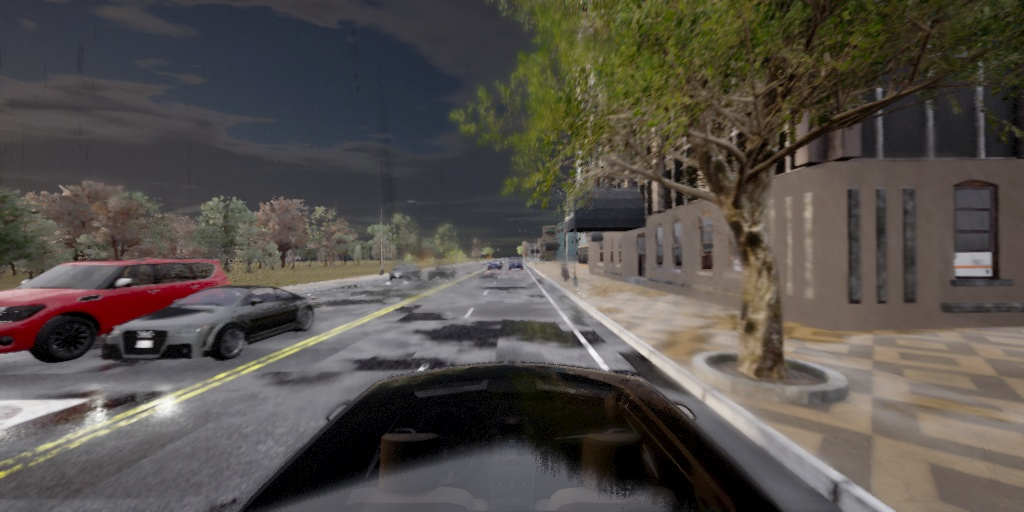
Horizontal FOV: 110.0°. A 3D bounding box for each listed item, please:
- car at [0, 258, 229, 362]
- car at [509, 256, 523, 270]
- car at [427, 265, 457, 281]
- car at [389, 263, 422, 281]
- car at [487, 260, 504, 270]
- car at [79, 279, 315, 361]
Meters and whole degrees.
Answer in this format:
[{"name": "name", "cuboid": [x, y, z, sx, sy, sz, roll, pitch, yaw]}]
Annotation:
[{"name": "car", "cuboid": [-9.792, 1.076, 8.876, 2.150, 2.045, 5.566, -1, 0, 1]}, {"name": "car", "cuboid": [0.612, 1.167, 53.988, 2.097, 1.767, 4.553, -1, 0, 1]}, {"name": "car", "cuboid": [-6.158, 1.482, 31.956, 1.895, 1.301, 4.718, -1, 0, 1]}, {"name": "car", "cuboid": [-9.409, 1.391, 32.027, 2.128, 1.511, 4.902, -1, 0, 1]}, {"name": "car", "cuboid": [-2.636, 1.371, 54.058, 1.812, 1.442, 4.674, -1, 0, 1]}, {"name": "car", "cuboid": [-6.545, 1.386, 8.383, 1.994, 1.385, 4.181, -1, 0, 0]}]
